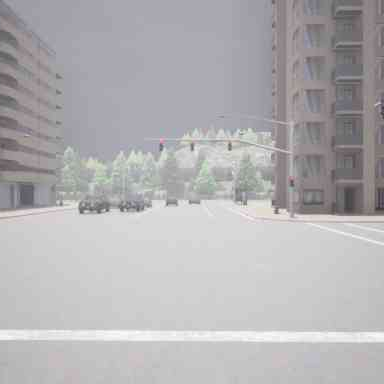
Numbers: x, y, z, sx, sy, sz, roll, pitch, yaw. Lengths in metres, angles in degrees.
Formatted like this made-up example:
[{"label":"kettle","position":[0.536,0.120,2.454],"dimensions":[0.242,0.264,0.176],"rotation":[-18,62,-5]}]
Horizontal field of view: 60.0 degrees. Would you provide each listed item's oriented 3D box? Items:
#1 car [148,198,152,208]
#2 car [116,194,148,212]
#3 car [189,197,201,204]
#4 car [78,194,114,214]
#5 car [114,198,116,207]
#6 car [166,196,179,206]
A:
[{"label":"car","position":[-6.957,1.525,48.939],"dimensions":[1.812,1.442,4.674],"rotation":[0,0,0]},{"label":"car","position":[-6.995,1.221,39.410],"dimensions":[2.150,2.045,5.566],"rotation":[0,0,0]},{"label":"car","position":[0.497,1.563,61.487],"dimensions":[1.994,1.385,4.181],"rotation":[0,0,5]},{"label":"car","position":[-10.504,1.221,36.207],"dimensions":[2.150,2.045,5.566],"rotation":[0,0,0]},{"label":"car","position":[-10.473,1.525,45.811],"dimensions":[1.812,1.442,4.674],"rotation":[0,0,0]},{"label":"car","position":[-3.266,1.504,54.662],"dimensions":[1.837,1.490,4.892],"rotation":[0,0,0]}]
